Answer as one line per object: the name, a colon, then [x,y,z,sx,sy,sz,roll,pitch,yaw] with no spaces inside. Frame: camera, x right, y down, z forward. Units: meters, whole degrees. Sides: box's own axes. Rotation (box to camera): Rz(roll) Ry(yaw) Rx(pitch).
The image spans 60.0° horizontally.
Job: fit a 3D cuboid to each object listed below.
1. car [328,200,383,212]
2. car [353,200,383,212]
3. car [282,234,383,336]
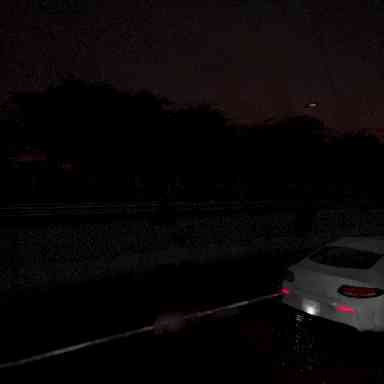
car: [12.418,1.567,25.743,4.902,1.511,2.128,0,0,-35]
car: [22.032,1.677,41.166,4.181,1.385,1.994,0,0,-35]
car: [3.679,1.547,6.371,4.674,1.442,1.812,0,0,-36]
